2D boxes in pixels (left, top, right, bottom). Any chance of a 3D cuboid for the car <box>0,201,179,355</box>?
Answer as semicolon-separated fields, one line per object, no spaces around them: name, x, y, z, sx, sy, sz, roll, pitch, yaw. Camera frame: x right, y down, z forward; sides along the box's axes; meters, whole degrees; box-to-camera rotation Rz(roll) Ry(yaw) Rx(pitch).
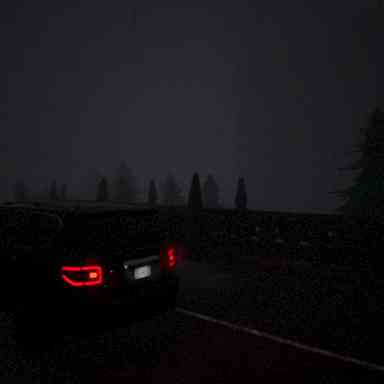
car;-2.751;1.179;6.313;5.566;2.045;2.150;1;0;40
